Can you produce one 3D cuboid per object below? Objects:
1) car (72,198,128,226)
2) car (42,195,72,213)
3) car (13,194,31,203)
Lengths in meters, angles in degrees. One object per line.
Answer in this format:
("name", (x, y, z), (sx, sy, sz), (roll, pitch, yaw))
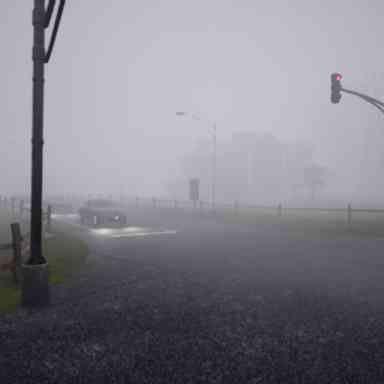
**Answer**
("car", (-5.599, 1.179, 20.555), (1.837, 1.490, 4.892), (1, 0, -35))
("car", (-12.138, 1.003, 29.780), (1.882, 1.535, 5.008), (1, 0, -35))
("car", (-23.136, 0.878, 45.386), (1.895, 1.301, 4.718), (1, 0, -35))
